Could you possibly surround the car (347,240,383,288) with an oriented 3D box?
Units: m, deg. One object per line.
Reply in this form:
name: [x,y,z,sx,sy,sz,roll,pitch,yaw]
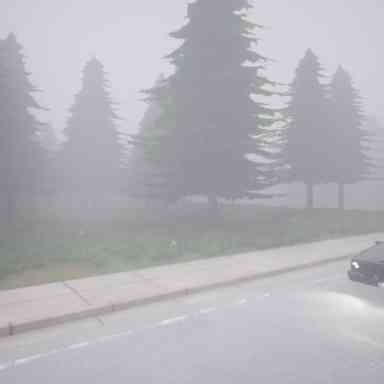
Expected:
car: [6.091,1.496,8.245,5.357,1.411,2.033,0,0,-35]
